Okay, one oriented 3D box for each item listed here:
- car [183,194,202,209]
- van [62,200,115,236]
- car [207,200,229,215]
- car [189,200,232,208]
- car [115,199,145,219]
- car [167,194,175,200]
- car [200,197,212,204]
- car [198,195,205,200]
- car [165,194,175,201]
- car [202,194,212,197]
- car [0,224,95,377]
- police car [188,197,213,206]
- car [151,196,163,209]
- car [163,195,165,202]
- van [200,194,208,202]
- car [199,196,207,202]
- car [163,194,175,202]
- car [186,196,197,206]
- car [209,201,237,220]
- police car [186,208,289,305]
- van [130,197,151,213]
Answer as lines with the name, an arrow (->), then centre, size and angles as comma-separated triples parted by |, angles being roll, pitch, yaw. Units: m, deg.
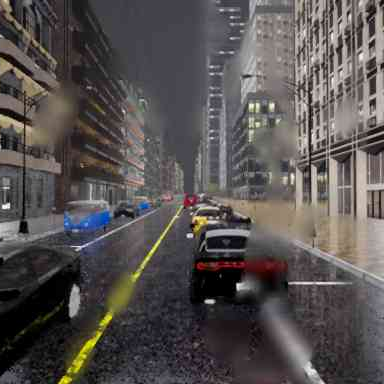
car -> -0.028, 1.271, 45.643 | 2.150, 2.045, 5.566 | 0, 0, 1
van -> -5.688, 1.367, 18.311 | 1.690, 1.788, 3.998 | 1, 0, 0
car -> 2.676, 1.595, 35.299 | 2.008, 1.369, 4.403 | 1, 0, 0
car -> 0.884, 1.481, 18.413 | 1.801, 1.575, 5.366 | 0, 0, 0
car -> -5.701, 1.605, 29.712 | 1.947, 1.339, 4.313 | 1, 0, 0
car -> -5.747, 1.490, 92.397 | 1.967, 1.590, 4.097 | 1, 0, 0
car -> 2.653, 1.605, 63.790 | 2.008, 1.369, 4.403 | 1, 0, 0
car -> 2.597, 1.632, 92.279 | 1.802, 1.307, 4.206 | 1, 0, 0
car -> -5.740, 1.367, 86.697 | 2.192, 1.841, 5.009 | 1, 0, 0
car -> 2.662, 1.368, 58.092 | 2.192, 1.841, 5.009 | 1, 0, 0
car -> -3.005, 1.485, 4.408 | 1.882, 1.535, 5.008 | 0, 0, 0
police car -> 0.879, 1.458, 24.333 | 1.930, 1.638, 5.238 | 0, 0, 0
car -> -5.714, 1.601, 46.806 | 2.008, 1.369, 4.403 | 1, 0, 0
car -> -5.719, 1.634, 52.504 | 1.802, 1.307, 4.206 | 1, 0, 0
van -> 2.658, 1.395, 75.186 | 1.690, 1.788, 3.998 | 1, 0, 0
car -> 2.616, 1.619, 80.883 | 1.947, 1.339, 4.313 | 1, 0, 0
car -> -5.731, 1.369, 75.301 | 2.192, 1.841, 5.009 | 1, 0, 0
car -> -0.048, 1.558, 58.672 | 1.837, 1.490, 4.892 | 0, 0, 0
car -> 2.680, 1.590, 29.602 | 2.008, 1.369, 4.403 | 1, 0, 0
police car -> 0.892, 1.438, 8.331 | 1.930, 1.638, 5.238 | 0, 0, 0
van -> -5.701, 1.385, 35.409 | 1.690, 1.788, 3.998 | 1, 0, 0
